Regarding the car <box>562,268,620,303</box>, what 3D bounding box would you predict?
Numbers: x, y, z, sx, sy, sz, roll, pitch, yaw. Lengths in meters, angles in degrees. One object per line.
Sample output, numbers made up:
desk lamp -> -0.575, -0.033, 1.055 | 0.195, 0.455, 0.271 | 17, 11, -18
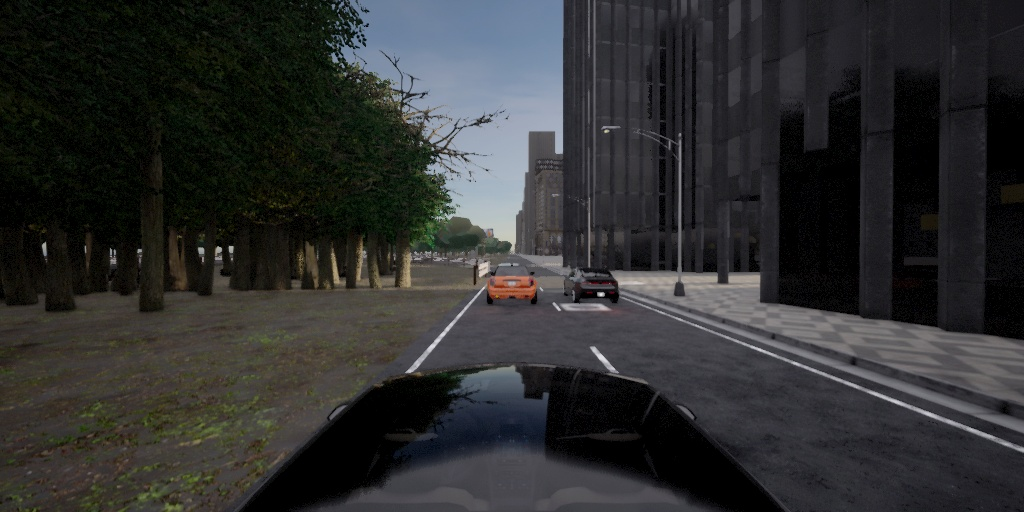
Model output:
car -> 3.500, 1.261, 16.502 | 1.837, 1.490, 4.892 | 0, 0, 0

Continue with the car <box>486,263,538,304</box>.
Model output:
car -> 0.000, 1.111, 16.471 | 2.097, 1.767, 4.553 | 0, 0, 0
